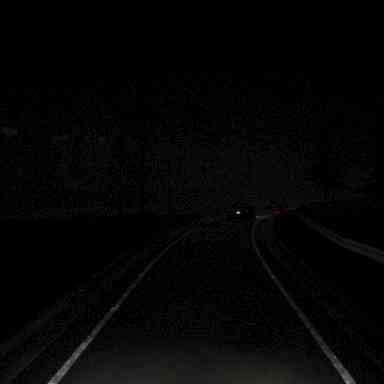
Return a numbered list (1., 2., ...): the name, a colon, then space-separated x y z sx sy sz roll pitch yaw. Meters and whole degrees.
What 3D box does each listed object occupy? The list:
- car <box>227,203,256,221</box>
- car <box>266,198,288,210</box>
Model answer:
1. car: 4.166 1.569 27.634 1.994 1.385 4.181 0 0 17
2. car: 11.270 1.545 43.793 1.812 1.442 4.674 0 0 30
